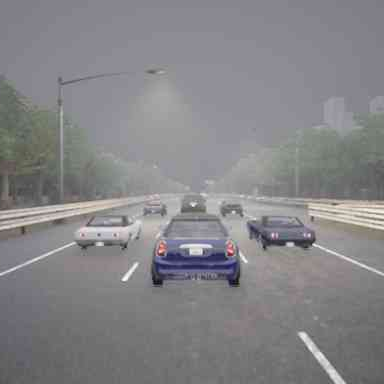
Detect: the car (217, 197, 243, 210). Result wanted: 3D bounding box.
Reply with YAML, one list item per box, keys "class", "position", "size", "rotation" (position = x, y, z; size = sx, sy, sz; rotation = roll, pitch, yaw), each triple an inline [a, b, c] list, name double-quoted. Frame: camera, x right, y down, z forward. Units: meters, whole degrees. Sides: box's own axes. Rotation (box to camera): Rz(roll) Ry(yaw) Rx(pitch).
- class: "car"
  position: [3.624, 1.485, 31.378]
  size: [1.837, 1.490, 4.892]
  rotation: [0, 0, 0]

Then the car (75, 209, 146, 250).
- class: "car"
  position: [-3.396, 1.623, 14.464]
  size: [1.895, 1.301, 4.718]
  rotation: [0, 0, 0]

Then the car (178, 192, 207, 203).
- class: "car"
  position: [0.125, 1.205, 30.362]
  size: [2.150, 2.045, 5.566]
  rotation: [0, 0, 0]

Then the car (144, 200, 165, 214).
- class: "car"
  position: [-3.376, 1.471, 31.317]
  size: [2.128, 1.511, 4.902]
  rotation: [0, 0, 0]

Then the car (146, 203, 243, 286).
- class: "car"
  position: [0.096, 1.370, 9.634]
  size: [2.097, 1.767, 4.553]
  rotation: [0, 0, 0]

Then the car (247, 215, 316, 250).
- class: "car"
  position: [3.608, 1.623, 14.392]
  size: [1.895, 1.301, 4.718]
  rotation: [0, 0, 0]
